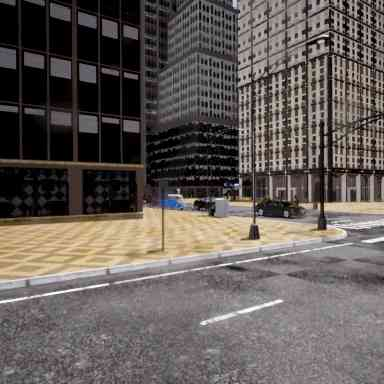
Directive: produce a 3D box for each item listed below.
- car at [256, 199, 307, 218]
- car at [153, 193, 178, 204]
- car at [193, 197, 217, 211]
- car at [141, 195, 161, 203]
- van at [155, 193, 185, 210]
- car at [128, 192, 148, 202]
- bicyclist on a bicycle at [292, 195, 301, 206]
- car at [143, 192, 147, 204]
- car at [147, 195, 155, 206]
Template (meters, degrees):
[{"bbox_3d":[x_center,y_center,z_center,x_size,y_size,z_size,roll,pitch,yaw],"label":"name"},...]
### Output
[{"bbox_3d":[7.723,1.420,29.245,1.837,1.490,4.892,-1,1,-34],"label":"car"},{"bbox_3d":[-4.721,1.036,58.011,2.192,1.841,5.009,0,0,-34],"label":"car"},{"bbox_3d":[2.070,1.359,37.613,2.128,1.511,4.902,-1,1,-34],"label":"car"},{"bbox_3d":[-7.822,1.239,62.602,1.887,1.381,4.507,0,0,-34],"label":"car"},{"bbox_3d":[-2.360,1.211,39.550,1.690,1.788,3.998,0,0,-34],"label":"van"},{"bbox_3d":[-10.924,0.982,67.191,2.192,1.841,5.009,0,0,-34],"label":"car"},{"bbox_3d":[12.028,1.119,38.473,1.656,1.620,0.582,-1,1,-34],"label":"bicyclist on a bicycle"},{"bbox_3d":[-6.397,1.252,55.771,1.837,1.490,4.892,-1,1,-34],"label":"car"},{"bbox_3d":[-4.137,1.341,46.822,1.812,1.442,4.674,-1,1,-34],"label":"car"}]
